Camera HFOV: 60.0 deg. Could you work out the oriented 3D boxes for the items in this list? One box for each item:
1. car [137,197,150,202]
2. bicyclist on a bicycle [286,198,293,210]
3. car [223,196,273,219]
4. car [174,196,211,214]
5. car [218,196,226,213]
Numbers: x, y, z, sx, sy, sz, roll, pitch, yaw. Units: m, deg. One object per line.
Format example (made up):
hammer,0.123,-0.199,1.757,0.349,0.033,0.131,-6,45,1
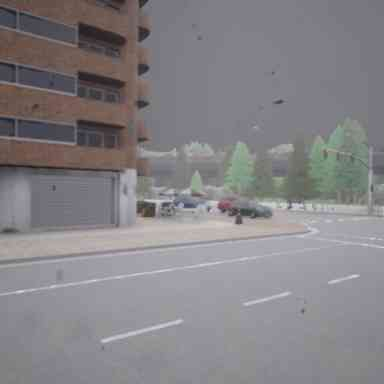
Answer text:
car,-8.529,1.568,52.226,4.553,1.767,2.097,0,0,27
bicyclist on a bicycle,13.407,1.675,45.758,1.656,1.620,0.582,0,0,-36
car,5.546,1.560,31.803,2.097,1.767,4.553,1,0,-36
car,-0.065,1.430,39.581,2.150,2.045,5.566,1,-1,-37
car,5.316,1.470,38.143,2.150,2.045,5.566,1,0,-36
